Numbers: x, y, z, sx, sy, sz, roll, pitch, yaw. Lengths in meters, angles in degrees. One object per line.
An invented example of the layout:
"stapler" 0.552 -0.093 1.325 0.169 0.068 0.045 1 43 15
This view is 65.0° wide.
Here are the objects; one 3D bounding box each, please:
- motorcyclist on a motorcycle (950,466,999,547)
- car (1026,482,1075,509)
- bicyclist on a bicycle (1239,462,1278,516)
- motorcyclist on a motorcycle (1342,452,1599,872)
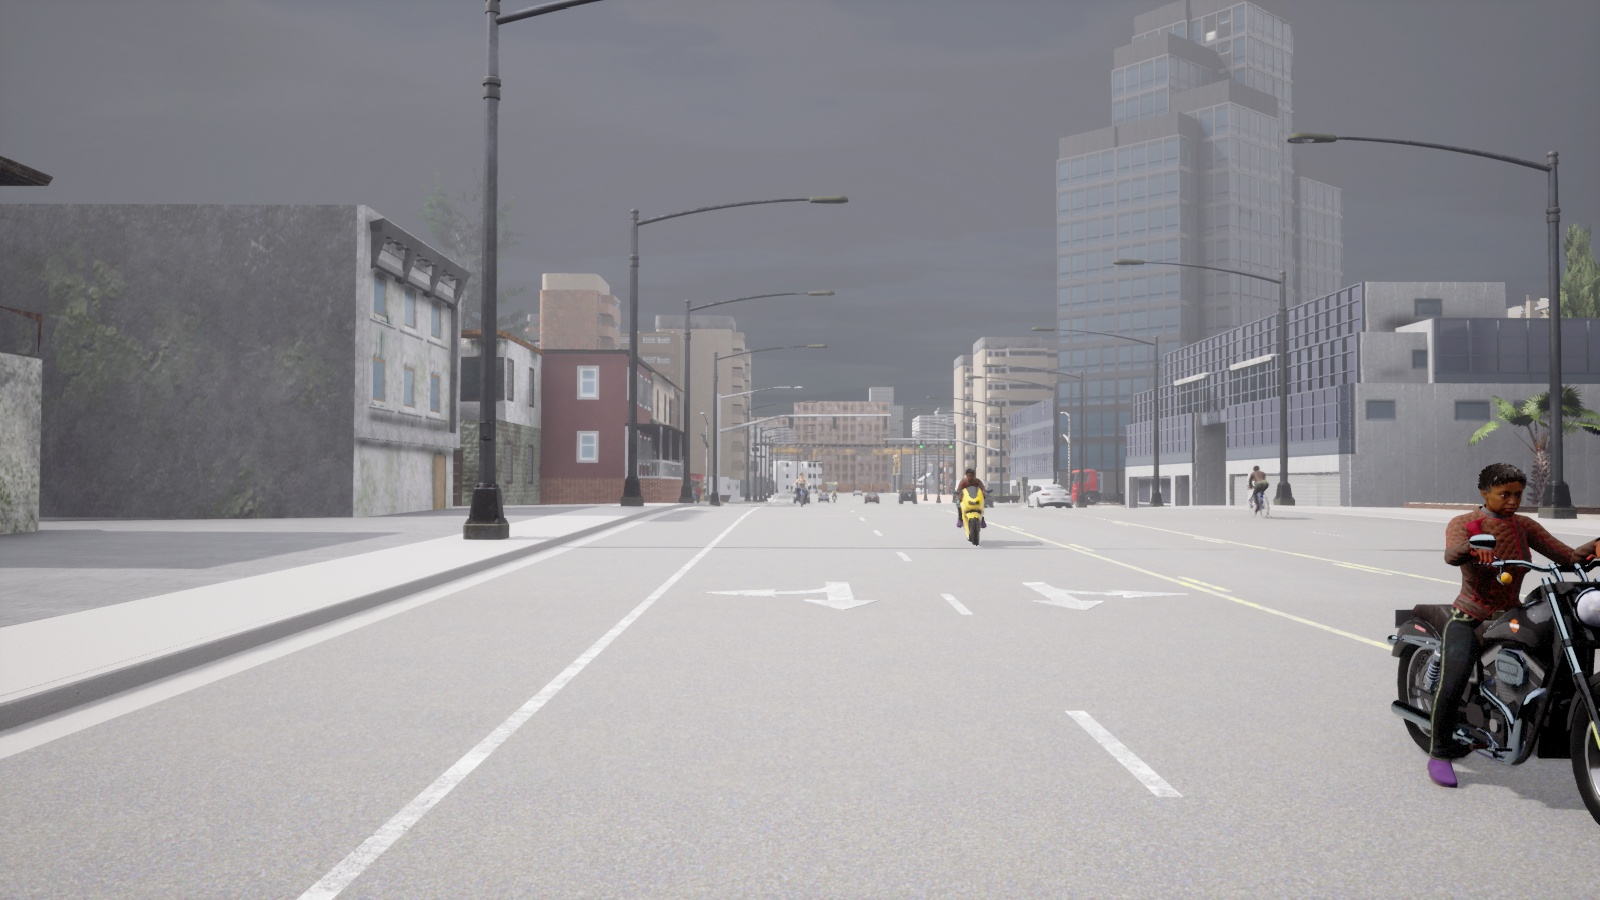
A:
"motorcyclist on a motorcycle" 3.472 1.095 25.119 0.797 1.523 2.044 -3 -1 5
"car" 14.123 2.581 71.085 1.812 1.442 4.674 0 -3 0
"bicyclist on a bicycle" 14.070 1.187 38.607 0.582 1.620 1.656 0 -1 0
"motorcyclist on a motorcycle" 3.520 0.843 6.085 0.766 1.649 2.350 0 -1 0
